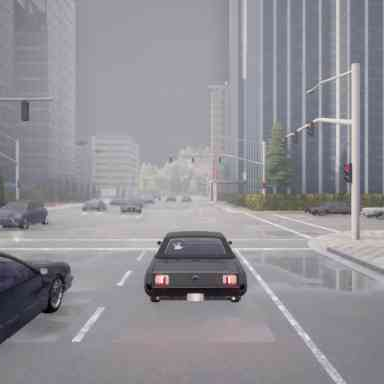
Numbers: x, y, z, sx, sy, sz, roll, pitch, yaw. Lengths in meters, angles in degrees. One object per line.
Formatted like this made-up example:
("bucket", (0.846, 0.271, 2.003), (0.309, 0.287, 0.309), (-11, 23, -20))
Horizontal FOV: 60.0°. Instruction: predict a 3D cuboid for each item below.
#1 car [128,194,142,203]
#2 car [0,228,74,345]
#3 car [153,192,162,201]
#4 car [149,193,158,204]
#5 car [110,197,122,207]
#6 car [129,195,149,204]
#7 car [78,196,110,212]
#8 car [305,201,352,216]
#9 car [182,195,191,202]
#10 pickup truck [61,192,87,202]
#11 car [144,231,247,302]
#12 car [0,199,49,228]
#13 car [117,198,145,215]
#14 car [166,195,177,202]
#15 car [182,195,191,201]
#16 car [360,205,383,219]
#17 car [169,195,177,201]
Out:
("car", (-11.629, 1.351, 67.652), (2.097, 1.767, 4.553), (0, 0, -1))
("car", (-3.436, 1.547, 4.591), (2.033, 1.411, 5.357), (0, 0, 0))
("car", (-8.279, 1.040, 77.905), (2.150, 2.045, 5.566), (0, 0, -1))
("car", (-8.092, 1.477, 62.001), (1.882, 1.535, 5.008), (0, 0, 0))
("car", (-11.466, 1.547, 51.930), (2.033, 1.411, 5.357), (0, 0, -1))
("car", (-7.908, 1.547, 48.002), (2.033, 1.411, 5.357), (0, 0, -1))
("car", (-11.234, 1.526, 38.507), (1.812, 1.442, 4.674), (0, 0, -1))
("car", (13.584, 1.547, 31.596), (5.357, 1.411, 2.033), (0, 0, -3))
("car", (-1.228, 1.553, 75.033), (1.994, 1.385, 4.181), (0, 0, -1))
("pickup truck", (-24.768, 1.059, 69.244), (2.390, 2.098, 6.274), (0, 0, 30))
("car", (0.067, 1.601, 8.188), (1.895, 1.301, 4.718), (0, 0, 0))
("car", (-10.820, 1.352, 20.937), (2.097, 1.767, 4.553), (0, 0, -1))
("car", (-6.332, 1.565, 34.007), (1.994, 1.385, 4.181), (0, 0, -15))
("car", (-4.718, 1.500, 74.571), (1.837, 1.490, 4.892), (0, 0, -1))
("car", (-1.385, 1.540, 84.808), (2.033, 1.411, 5.357), (0, 0, -1))
("car", (16.939, 1.601, 28.089), (4.718, 1.301, 1.895), (0, 0, 0))
("car", (-4.885, 1.524, 84.739), (1.812, 1.442, 4.674), (0, 0, -1))
